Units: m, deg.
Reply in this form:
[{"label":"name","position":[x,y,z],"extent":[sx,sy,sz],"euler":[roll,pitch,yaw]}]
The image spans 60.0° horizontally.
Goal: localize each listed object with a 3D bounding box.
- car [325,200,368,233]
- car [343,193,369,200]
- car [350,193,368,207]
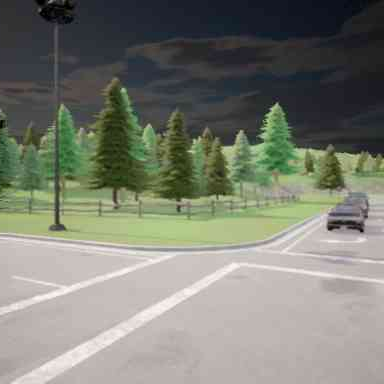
[{"label":"car","position":[8.998,1.427,19.352],"extent":[2.033,1.411,5.357],"euler":[0,0,28]},{"label":"car","position":[13.285,1.182,27.473],"extent":[2.097,1.767,4.553],"euler":[0,0,28]},{"label":"car","position":[23.232,1.065,46.171],"extent":[2.097,1.767,4.553],"euler":[0,0,29]}]
